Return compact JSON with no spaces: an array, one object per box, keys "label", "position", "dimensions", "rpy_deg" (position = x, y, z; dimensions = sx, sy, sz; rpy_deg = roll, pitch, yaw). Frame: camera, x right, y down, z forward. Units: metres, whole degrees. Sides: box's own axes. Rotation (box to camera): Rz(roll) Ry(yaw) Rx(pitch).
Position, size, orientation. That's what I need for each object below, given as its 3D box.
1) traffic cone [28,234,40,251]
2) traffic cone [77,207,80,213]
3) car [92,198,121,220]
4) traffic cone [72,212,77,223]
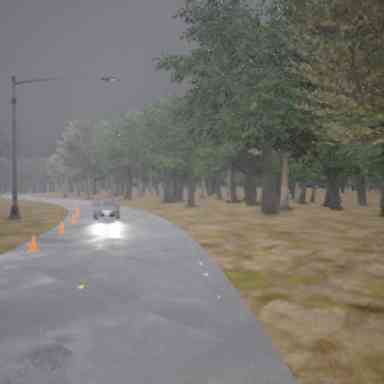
[{"label":"traffic cone","position":[-5.827,1.859,12.228],"dimensions":[0.340,0.580,0.340],"rpy_deg":[0,1,-8]},{"label":"traffic cone","position":[-9.050,1.685,26.428],"dimensions":[0.340,0.580,0.340],"rpy_deg":[0,1,-17]},{"label":"car","position":[-6.498,1.229,25.193],"dimensions":[2.128,1.511,4.902],"rpy_deg":[0,1,-16]},{"label":"traffic cone","position":[-7.729,1.746,21.753],"dimensions":[0.340,0.580,0.340],"rpy_deg":[0,1,-14]}]
